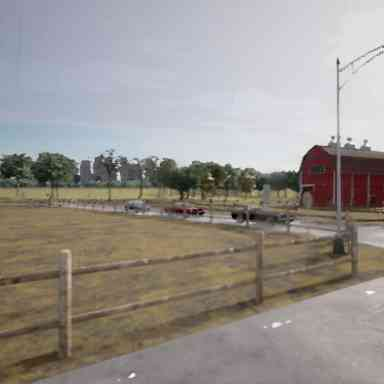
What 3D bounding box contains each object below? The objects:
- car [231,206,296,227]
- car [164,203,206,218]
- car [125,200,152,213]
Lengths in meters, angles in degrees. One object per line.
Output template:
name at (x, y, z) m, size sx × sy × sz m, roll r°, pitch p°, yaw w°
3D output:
car at (5.058, 1.681, 23.974) m, size 1.895 × 1.301 × 4.718 m, roll -1°, pitch 0°, yaw -36°
car at (-0.718, 1.708, 32.103) m, size 1.895 × 1.301 × 4.718 m, roll -1°, pitch 0°, yaw -35°
car at (-6.650, 1.696, 40.499) m, size 1.812 × 1.442 × 4.674 m, roll -1°, pitch 0°, yaw -35°
